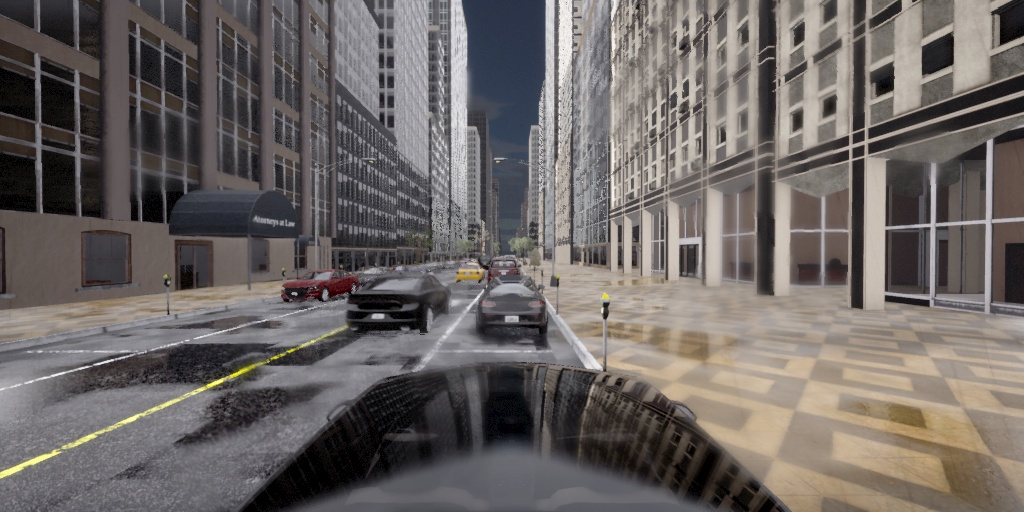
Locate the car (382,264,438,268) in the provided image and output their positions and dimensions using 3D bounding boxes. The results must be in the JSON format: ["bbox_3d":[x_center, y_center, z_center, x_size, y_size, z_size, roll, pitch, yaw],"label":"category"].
[{"bbox_3d":[-6.246,1.347,22.462,1.895,1.301,4.718,0,0,0],"label":"car"}]

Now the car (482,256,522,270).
[{"bbox_3d":[-0.457,1.061,22.523,2.192,1.841,5.009,0,0,0],"label":"car"}]

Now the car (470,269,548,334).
[{"bbox_3d":[0.003,1.274,10.501,1.812,1.442,4.674,0,0,0],"label":"car"}]

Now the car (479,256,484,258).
[{"bbox_3d":[-3.046,0.964,43.355,2.150,2.045,5.566,0,0,0],"label":"car"}]

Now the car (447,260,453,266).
[{"bbox_3d":[-8.837,1.291,50.940,2.007,1.370,4.403,0,0,0],"label":"car"}]

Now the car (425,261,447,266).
[{"bbox_3d":[-8.837,1.294,39.574,2.007,1.370,4.403,0,0,0],"label":"car"}]

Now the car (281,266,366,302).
[{"bbox_3d":[-8.837,1.292,16.839,1.888,1.381,4.507,0,0,0],"label":"car"}]

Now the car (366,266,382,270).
[{"bbox_3d":[-8.838,1.297,22.523,2.007,1.370,4.403,0,0,0],"label":"car"}]

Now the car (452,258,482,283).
[{"bbox_3d":[-3.145,1.202,27.955,1.801,1.575,5.366,0,0,0],"label":"car"}]

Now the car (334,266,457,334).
[{"bbox_3d":[-3.047,1.226,10.634,1.882,1.535,5.008,0,0,0],"label":"car"}]
